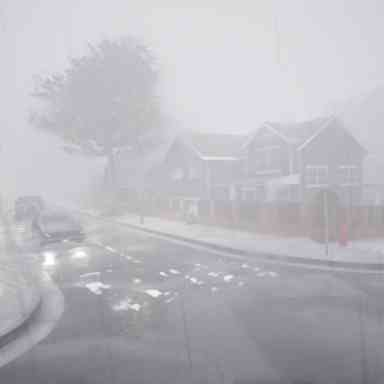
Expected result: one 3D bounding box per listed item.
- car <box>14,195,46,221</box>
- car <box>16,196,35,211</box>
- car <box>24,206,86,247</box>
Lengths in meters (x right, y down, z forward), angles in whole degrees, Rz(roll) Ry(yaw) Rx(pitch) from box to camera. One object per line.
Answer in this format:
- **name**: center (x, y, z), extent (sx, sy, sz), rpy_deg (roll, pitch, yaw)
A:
- **car**: center (-14.324, 1.318, 29.402), extent (2.150, 2.045, 5.566), rpy_deg (-2, 1, -29)
- **car**: center (-22.257, 1.469, 44.509), extent (2.097, 1.767, 4.553), rpy_deg (-2, 1, -27)
- **car**: center (-6.667, 1.650, 16.209), extent (2.033, 1.411, 5.357), rpy_deg (-2, 1, -31)
